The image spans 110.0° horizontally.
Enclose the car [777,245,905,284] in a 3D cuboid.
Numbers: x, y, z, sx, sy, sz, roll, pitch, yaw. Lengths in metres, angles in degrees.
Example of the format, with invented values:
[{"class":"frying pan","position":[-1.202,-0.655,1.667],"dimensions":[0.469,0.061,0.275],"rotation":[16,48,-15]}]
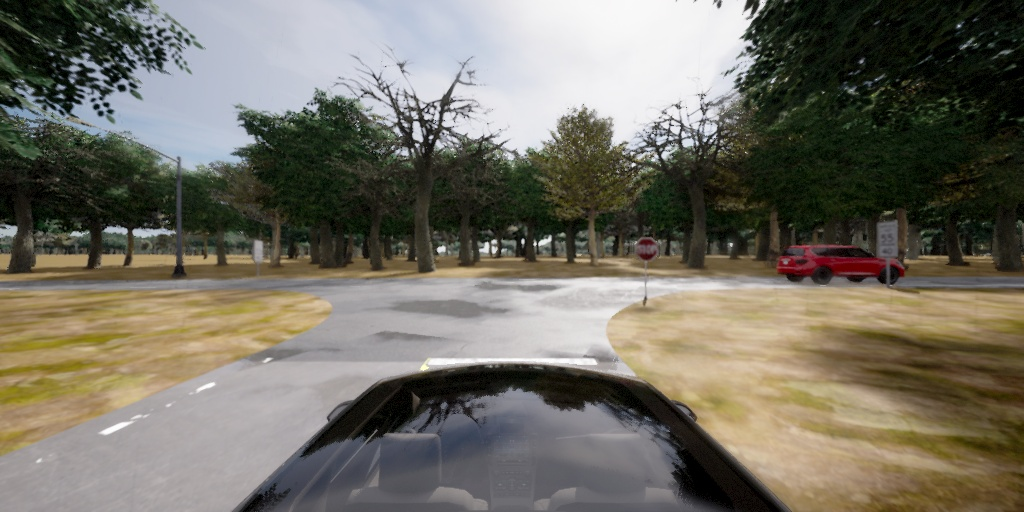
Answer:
[{"class":"car","position":[17.616,0.452,19.454],"dimensions":[5.566,2.045,2.150],"rotation":[0,-1,3]}]
